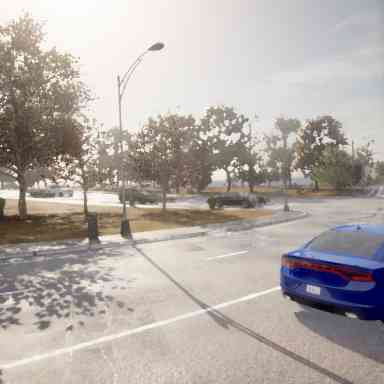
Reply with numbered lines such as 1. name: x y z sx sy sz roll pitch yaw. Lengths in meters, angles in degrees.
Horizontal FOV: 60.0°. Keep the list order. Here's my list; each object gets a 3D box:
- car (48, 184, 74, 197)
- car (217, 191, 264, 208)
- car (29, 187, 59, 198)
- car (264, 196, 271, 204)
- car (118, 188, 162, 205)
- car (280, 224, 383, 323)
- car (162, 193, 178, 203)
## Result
1. car: -22.942 -0.288 57.783 5.566 2.045 2.150 2 4 33
2. car: 4.795 0.711 35.223 4.553 1.767 2.097 0 2 33
3. car: -24.594 0.276 54.704 4.718 1.301 1.895 2 4 33
4. car: 6.569 0.799 38.265 4.718 1.301 1.895 0 2 33
5. car: -7.104 0.499 43.067 5.566 2.045 2.150 3 4 33
6. car: 3.919 1.424 7.047 5.008 1.535 1.882 -1 1 -39
7. car: -4.304 0.740 45.430 4.718 1.301 1.895 1 3 33
